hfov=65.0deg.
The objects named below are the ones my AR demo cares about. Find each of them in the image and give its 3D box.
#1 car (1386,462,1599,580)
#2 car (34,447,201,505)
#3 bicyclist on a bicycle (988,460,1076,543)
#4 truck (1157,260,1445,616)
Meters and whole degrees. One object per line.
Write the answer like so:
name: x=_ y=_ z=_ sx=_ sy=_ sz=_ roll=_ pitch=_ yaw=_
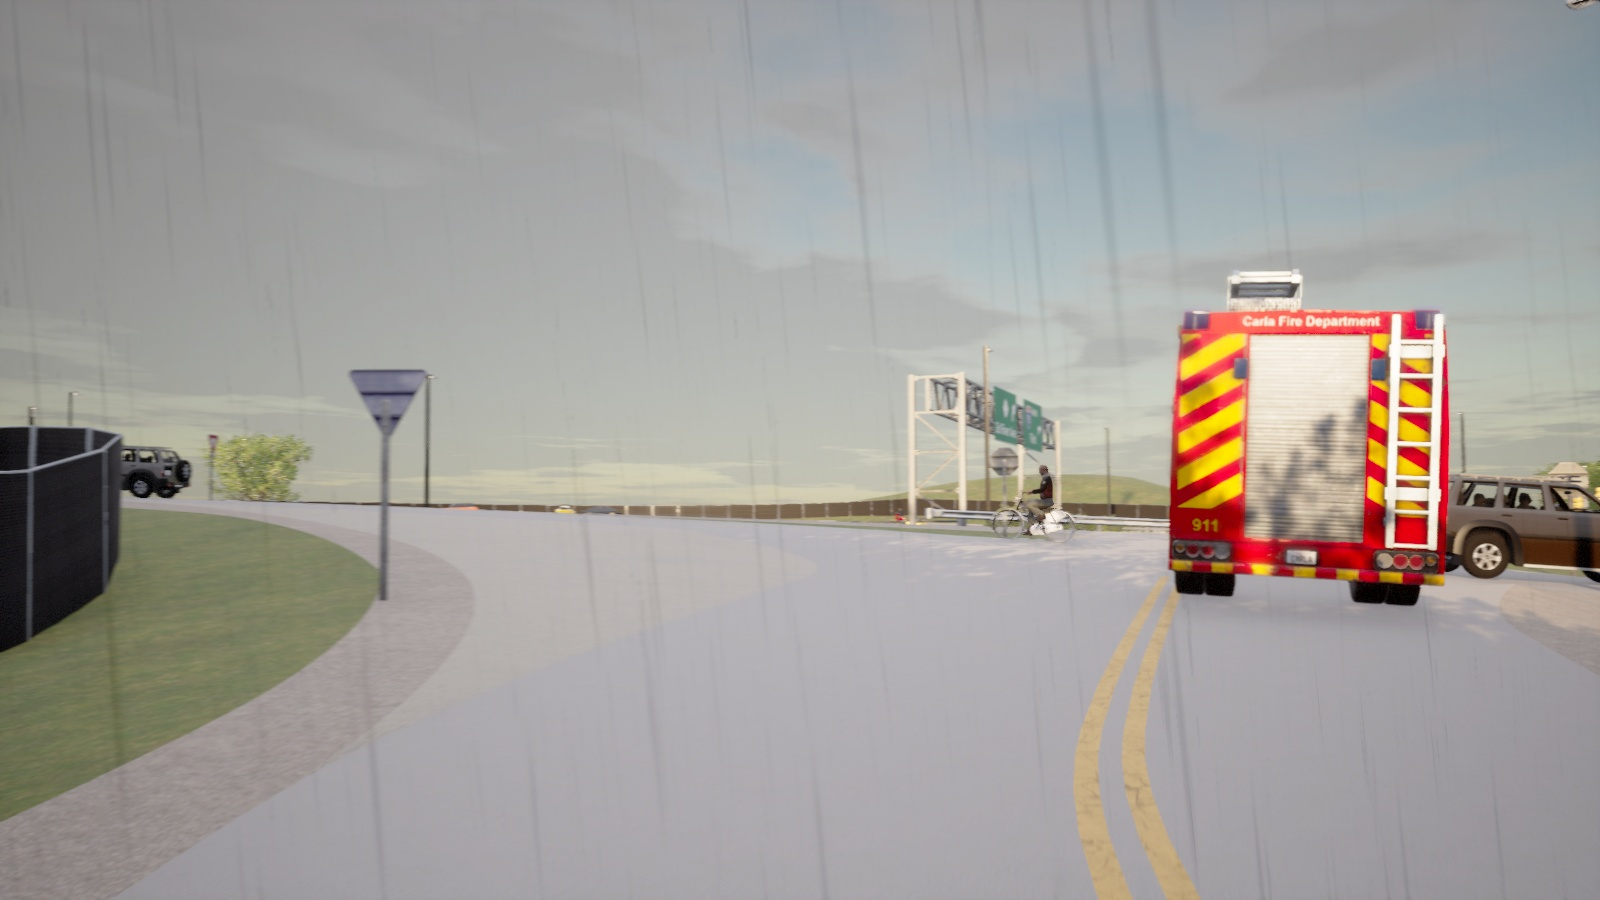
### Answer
car: x=13.119 y=1.277 z=22.128 sx=4.605 sy=1.855 sz=1.932 roll=3 pitch=-2 yaw=4
car: x=-23.462 y=0.911 z=43.280 sx=4.605 sy=1.855 sz=1.932 roll=1 pitch=-2 yaw=0
bicyclist on a bicycle: x=5.280 y=1.167 z=28.550 sx=1.843 sy=1.776 sz=0.659 roll=2 pitch=-2 yaw=17
truck: x=6.877 y=-0.085 z=17.953 sx=2.891 sy=3.827 sz=8.468 roll=1 pitch=-1 yaw=19
